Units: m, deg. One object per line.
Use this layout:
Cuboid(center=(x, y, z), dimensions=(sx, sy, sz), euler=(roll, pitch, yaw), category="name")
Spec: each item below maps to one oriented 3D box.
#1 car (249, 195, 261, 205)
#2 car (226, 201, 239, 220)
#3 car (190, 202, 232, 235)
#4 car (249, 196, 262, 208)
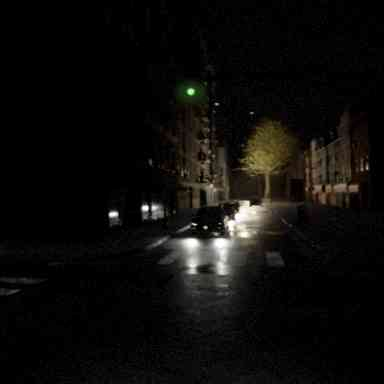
Cuboid(center=(11.770, 1.498, 61.992), dimensions=(2.097, 1.767, 4.553), euler=(-1, 0, 10), category="car")
Cuboid(center=(2.885, 1.681, 29.434), dimensions=(1.994, 1.385, 4.181), euler=(-1, 0, 10), category="car")
Cuboid(center=(1.112, 1.599, 19.618), dimensions=(1.837, 1.490, 4.892), euler=(-1, 0, 10), category="car")
Cuboid(center=(9.997, 1.594, 52.175), dimensions=(1.882, 1.535, 5.008), euler=(-1, 0, 11), category="car")
